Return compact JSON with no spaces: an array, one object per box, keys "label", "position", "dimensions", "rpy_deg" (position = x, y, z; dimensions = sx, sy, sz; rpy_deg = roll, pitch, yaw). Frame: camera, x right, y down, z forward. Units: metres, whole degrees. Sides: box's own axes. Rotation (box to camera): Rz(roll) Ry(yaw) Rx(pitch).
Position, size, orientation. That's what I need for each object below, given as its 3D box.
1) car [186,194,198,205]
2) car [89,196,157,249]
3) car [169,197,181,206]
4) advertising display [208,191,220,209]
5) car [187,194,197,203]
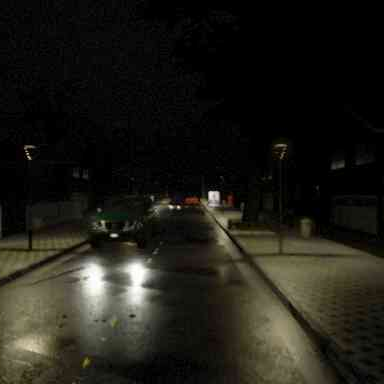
[{"label":"car","position":[0.015,1.394,58.181],"dimensions":[2.097,1.767,4.553],"rpy_deg":[0,0,2]},{"label":"car","position":[-2.853,1.234,14.950],"dimensions":[2.150,2.045,5.566],"rpy_deg":[0,0,0]},{"label":"car","position":[-2.818,1.601,56.466],"dimensions":[1.994,1.385,4.181],"rpy_deg":[0,0,1]},{"label":"advertising display","position":[2.989,1.059,45.172],"dimensions":[1.540,2.440,0.280],"rpy_deg":[-1,-1,0]},{"label":"car","position":[-0.010,1.287,70.969],"dimensions":[2.097,1.767,4.553],"rpy_deg":[0,0,0]}]
